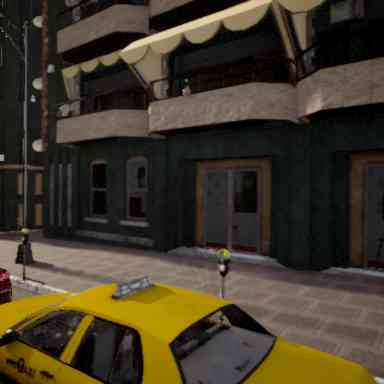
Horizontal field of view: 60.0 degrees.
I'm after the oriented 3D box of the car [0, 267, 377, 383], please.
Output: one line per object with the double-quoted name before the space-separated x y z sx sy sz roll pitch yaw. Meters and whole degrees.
"car" -0.781 1.544 3.412 4.829 1.417 1.752 -1 1 36
